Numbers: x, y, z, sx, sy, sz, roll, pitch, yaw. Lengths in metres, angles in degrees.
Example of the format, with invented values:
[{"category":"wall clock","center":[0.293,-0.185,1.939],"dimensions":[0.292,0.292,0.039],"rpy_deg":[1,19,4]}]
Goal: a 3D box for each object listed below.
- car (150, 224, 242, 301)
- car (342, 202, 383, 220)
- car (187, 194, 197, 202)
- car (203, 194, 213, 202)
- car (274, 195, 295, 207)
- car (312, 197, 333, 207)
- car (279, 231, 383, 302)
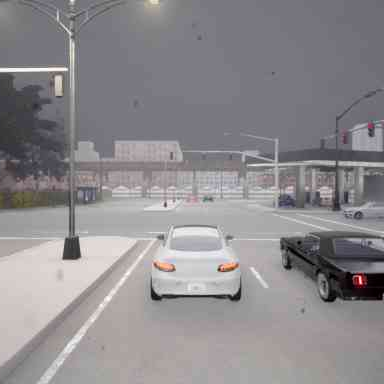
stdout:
[{"category":"car","center":[0.082,1.517,8.194],"dimensions":[1.812,1.442,4.674],"rpy_deg":[0,0,0]},{"category":"car","center":[14.887,1.523,27.554],"dimensions":[4.674,1.442,1.812],"rpy_deg":[0,0,-1]},{"category":"car","center":[-0.001,1.250,72.381],"dimensions":[2.097,1.767,4.553],"rpy_deg":[0,0,0]},{"category":"car","center":[3.499,1.257,72.381],"dimensions":[2.097,1.767,4.553],"rpy_deg":[0,0,0]},{"category":"car","center":[13.210,1.262,47.737],"dimensions":[2.242,1.667,4.611],"rpy_deg":[0,0,0]},{"category":"car","center":[18.955,1.434,48.500],"dimensions":[1.970,1.475,3.806],"rpy_deg":[0,0,0]},{"category":"car","center":[3.587,1.599,8.178],"dimensions":[1.895,1.301,4.718],"rpy_deg":[0,0,0]}]
